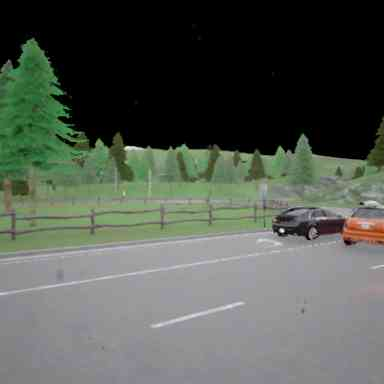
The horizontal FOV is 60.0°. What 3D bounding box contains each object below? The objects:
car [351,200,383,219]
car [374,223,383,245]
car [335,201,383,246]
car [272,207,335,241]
[{"bbox_3d":[16.023,1.541,30.250,1.812,1.442,4.674,0,0,13],"label":"car"},{"bbox_3d":[7.407,1.553,9.047,5.357,1.411,2.033,0,0,-35],"label":"car"},{"bbox_3d":[8.430,1.359,14.067,4.553,1.767,2.097,0,0,-35],"label":"car"},{"bbox_3d":[6.114,1.513,16.721,4.892,1.490,1.837,0,0,-36],"label":"car"}]
